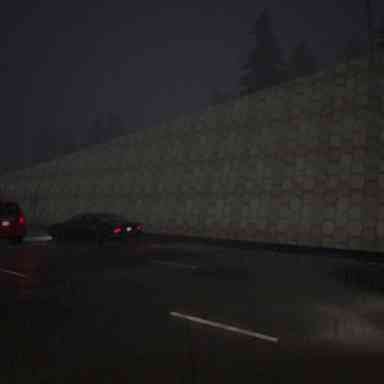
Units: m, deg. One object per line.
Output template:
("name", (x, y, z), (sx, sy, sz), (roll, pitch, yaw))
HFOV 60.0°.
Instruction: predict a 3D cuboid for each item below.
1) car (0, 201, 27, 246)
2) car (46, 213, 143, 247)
("car", (-9.873, 1.429, 15.331), (5.566, 2.045, 2.150), (-1, -1, 35))
("car", (-4.798, 1.709, 16.010), (5.357, 1.411, 2.033), (-1, -1, 35))
